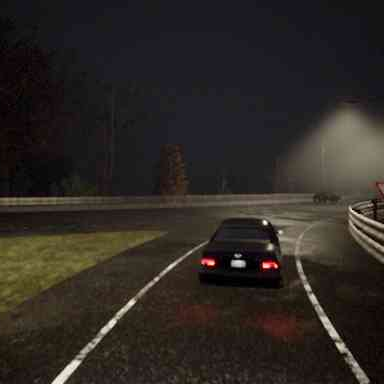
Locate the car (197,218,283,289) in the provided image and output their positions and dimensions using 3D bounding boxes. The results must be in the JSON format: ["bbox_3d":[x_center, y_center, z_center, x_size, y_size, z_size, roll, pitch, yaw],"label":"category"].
[{"bbox_3d":[1.445,1.404,8.933,2.033,1.411,5.357,0,1,13],"label":"car"}]

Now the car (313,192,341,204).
[{"bbox_3d":[17.812,0.729,43.845,4.892,1.490,1.837,0,2,-39],"label":"car"}]

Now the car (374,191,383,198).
[{"bbox_3d":[36.528,0.443,64.366,1.882,1.535,5.008,1,1,35],"label":"car"}]
